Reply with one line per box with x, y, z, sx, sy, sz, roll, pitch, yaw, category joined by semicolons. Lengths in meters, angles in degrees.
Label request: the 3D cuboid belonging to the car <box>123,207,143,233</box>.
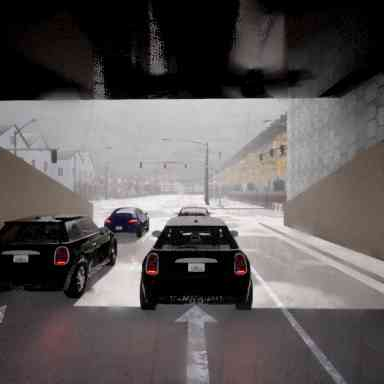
-3.409;1.526;17.812;1.812;1.442;4.674;0;0;0;car

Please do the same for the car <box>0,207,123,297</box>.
-3.413;1.352;8.760;2.097;1.767;4.553;0;0;0;car

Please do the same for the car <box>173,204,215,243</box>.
0.091;1.478;17.265;1.882;1.535;5.008;0;0;0;car

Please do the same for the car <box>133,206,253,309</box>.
0.081;1.352;7.997;2.097;1.767;4.553;0;0;0;car
